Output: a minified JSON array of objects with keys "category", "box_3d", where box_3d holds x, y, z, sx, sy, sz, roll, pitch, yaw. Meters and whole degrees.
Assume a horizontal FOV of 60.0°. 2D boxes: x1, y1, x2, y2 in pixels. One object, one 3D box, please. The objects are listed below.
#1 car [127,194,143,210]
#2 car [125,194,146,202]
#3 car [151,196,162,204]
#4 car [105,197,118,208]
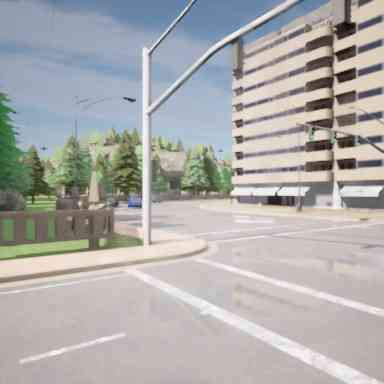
[{"category":"car","box_3d":[-7.395,1.423,43.209,1.882,1.535,5.008,0,0,-9]},{"category":"car","box_3d":[-10.364,1.078,61.388,1.882,1.535,5.008,0,0,14]},{"category":"car","box_3d":[-6.973,1.476,60.521,1.812,1.442,4.674,0,0,14]},{"category":"car","box_3d":[-11.251,1.437,45.569,2.128,1.511,4.902,0,0,-6]}]
